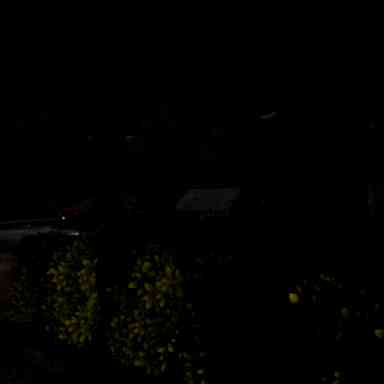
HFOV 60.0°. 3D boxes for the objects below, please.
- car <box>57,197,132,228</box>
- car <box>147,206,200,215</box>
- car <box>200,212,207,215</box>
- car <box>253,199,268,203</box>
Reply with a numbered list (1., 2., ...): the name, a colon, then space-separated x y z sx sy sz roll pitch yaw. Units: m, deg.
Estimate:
1. car: -6.914 1.375 24.294 2.150 2.045 5.566 0 0 36
2. car: -1.592 1.719 25.398 1.994 1.385 4.181 0 0 35
3. car: -0.327 1.659 33.375 1.837 1.490 4.892 0 0 37
4. car: 9.560 1.679 45.433 1.812 1.442 4.674 0 0 43
